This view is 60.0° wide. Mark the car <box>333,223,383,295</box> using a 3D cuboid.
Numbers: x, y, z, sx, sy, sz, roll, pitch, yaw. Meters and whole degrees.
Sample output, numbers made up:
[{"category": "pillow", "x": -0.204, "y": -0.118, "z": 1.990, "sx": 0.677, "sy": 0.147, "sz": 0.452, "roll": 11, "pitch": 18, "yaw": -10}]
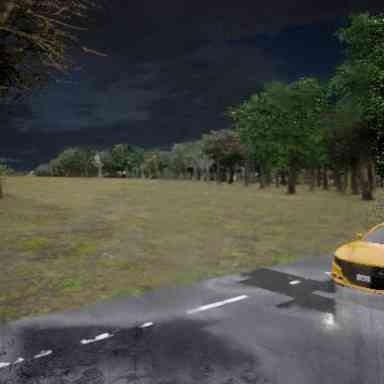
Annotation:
[{"category": "car", "x": 5.426, "y": 1.465, "z": 8.243, "sx": 5.008, "sy": 1.535, "sz": 1.882, "roll": 0, "pitch": 0, "yaw": -38}]
